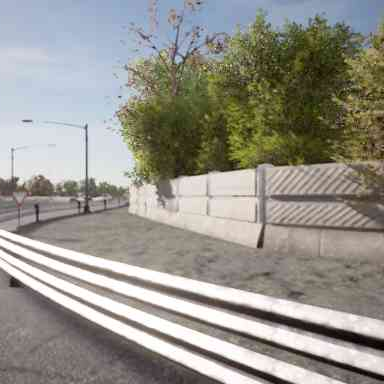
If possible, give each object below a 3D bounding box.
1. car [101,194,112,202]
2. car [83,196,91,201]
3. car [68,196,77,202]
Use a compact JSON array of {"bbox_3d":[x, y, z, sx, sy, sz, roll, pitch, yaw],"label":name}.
[{"bbox_3d":[-22.194,1.538,86.113,2.150,2.045,5.566,0,0,-5],"label":"car"},{"bbox_3d":[-27.136,1.836,86.027,1.837,1.490,4.892,0,0,-21],"label":"car"},{"bbox_3d":[-30.465,1.872,84.946,1.812,1.442,4.674,0,0,-21],"label":"car"}]
